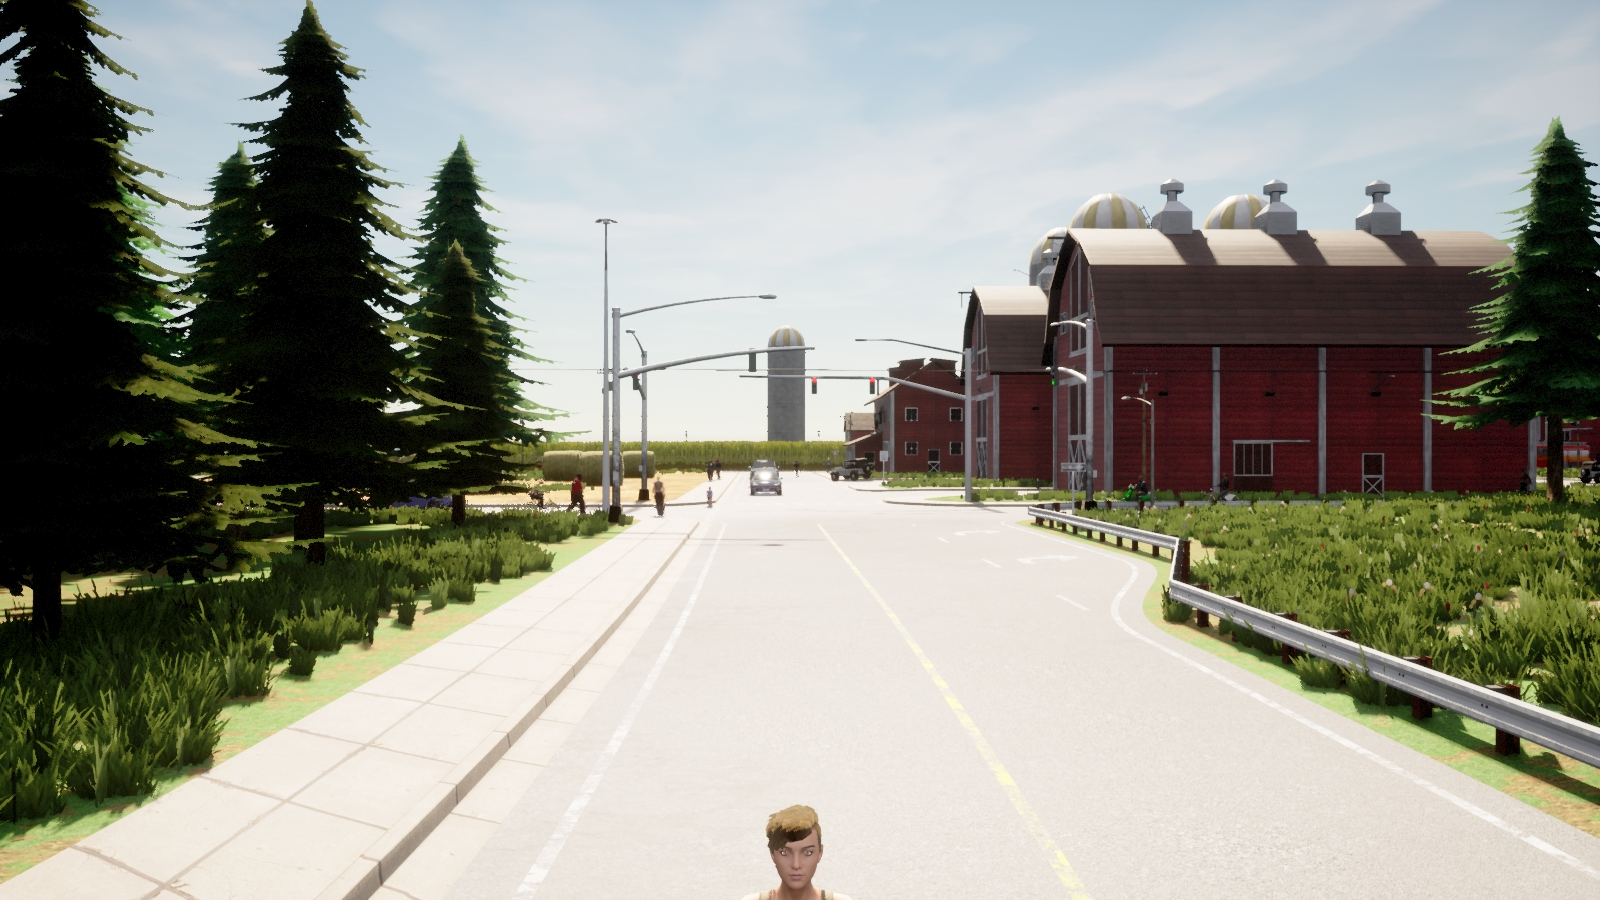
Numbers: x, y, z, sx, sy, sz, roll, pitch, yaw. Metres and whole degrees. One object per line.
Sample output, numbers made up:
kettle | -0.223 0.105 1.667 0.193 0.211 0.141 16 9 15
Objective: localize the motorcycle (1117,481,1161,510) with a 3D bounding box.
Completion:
motorcycle | 15.989 2.145 53.899 1.805 1.316 0.856 0 0 -1

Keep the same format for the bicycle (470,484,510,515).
bicycle | -13.517 2.161 49.829 1.487 1.276 0.859 1 0 -1

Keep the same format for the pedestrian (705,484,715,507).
pedestrian | -4.397 2.215 55.784 0.500 1.100 0.500 0 0 -2

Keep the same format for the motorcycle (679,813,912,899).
motorcycle | -0.013 2.128 3.457 0.764 1.307 2.356 0 0 0

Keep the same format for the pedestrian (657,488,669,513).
pedestrian | -6.099 2.227 50.783 0.500 1.100 0.500 0 0 -12

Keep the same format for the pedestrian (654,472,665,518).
pedestrian | -5.726 1.843 46.565 0.375 1.860 0.375 0 0 -15

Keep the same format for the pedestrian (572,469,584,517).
pedestrian | -8.777 1.699 45.236 0.375 1.860 0.375 0 0 8

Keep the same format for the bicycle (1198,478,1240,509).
bicycle | 19.800 2.064 53.998 1.835 1.471 0.329 0 0 -1

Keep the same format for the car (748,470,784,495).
car | -2.153 2.036 72.119 2.163 1.488 4.792 0 0 -2

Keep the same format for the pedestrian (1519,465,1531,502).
pedestrian | 36.909 1.700 58.154 0.375 1.860 0.375 0 0 -2
